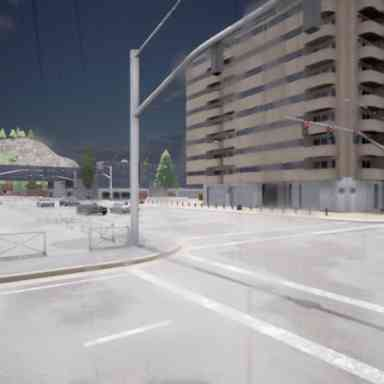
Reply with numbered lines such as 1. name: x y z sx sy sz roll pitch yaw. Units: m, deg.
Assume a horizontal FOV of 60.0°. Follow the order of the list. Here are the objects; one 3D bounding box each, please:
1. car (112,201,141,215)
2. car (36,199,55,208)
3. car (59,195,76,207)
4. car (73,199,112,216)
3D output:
1. car: -7.131 1.656 35.117 1.895 1.301 4.718 0 0 -35
2. car: -22.393 1.656 50.805 1.895 1.301 4.718 0 0 -35
3. car: -19.566 1.406 52.869 2.097 1.767 4.553 0 0 -35
4. car: -9.982 1.656 33.086 1.895 1.301 4.718 0 0 -35
